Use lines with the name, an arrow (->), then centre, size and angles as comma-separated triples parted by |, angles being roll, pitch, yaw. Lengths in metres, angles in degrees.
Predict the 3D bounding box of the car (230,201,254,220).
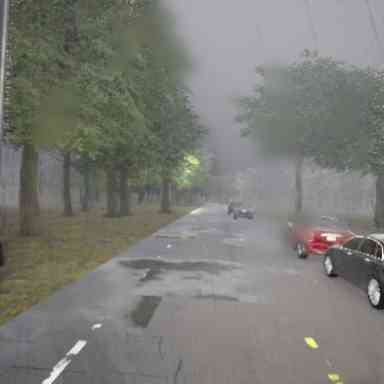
car -> 5.847, 2.236, 38.350 | 2.097, 1.767, 4.553 | 3, -1, 4

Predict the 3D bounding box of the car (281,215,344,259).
car -> 5.323, 1.781, 14.493 | 2.097, 1.767, 4.553 | 3, -1, 4

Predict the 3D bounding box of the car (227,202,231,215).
car -> 6.525, 2.382, 49.953 | 2.150, 2.045, 5.566 | 3, -1, 4

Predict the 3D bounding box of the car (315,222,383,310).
car -> 4.938, 1.837, 8.531 | 1.837, 1.490, 4.892 | 3, -1, 4
